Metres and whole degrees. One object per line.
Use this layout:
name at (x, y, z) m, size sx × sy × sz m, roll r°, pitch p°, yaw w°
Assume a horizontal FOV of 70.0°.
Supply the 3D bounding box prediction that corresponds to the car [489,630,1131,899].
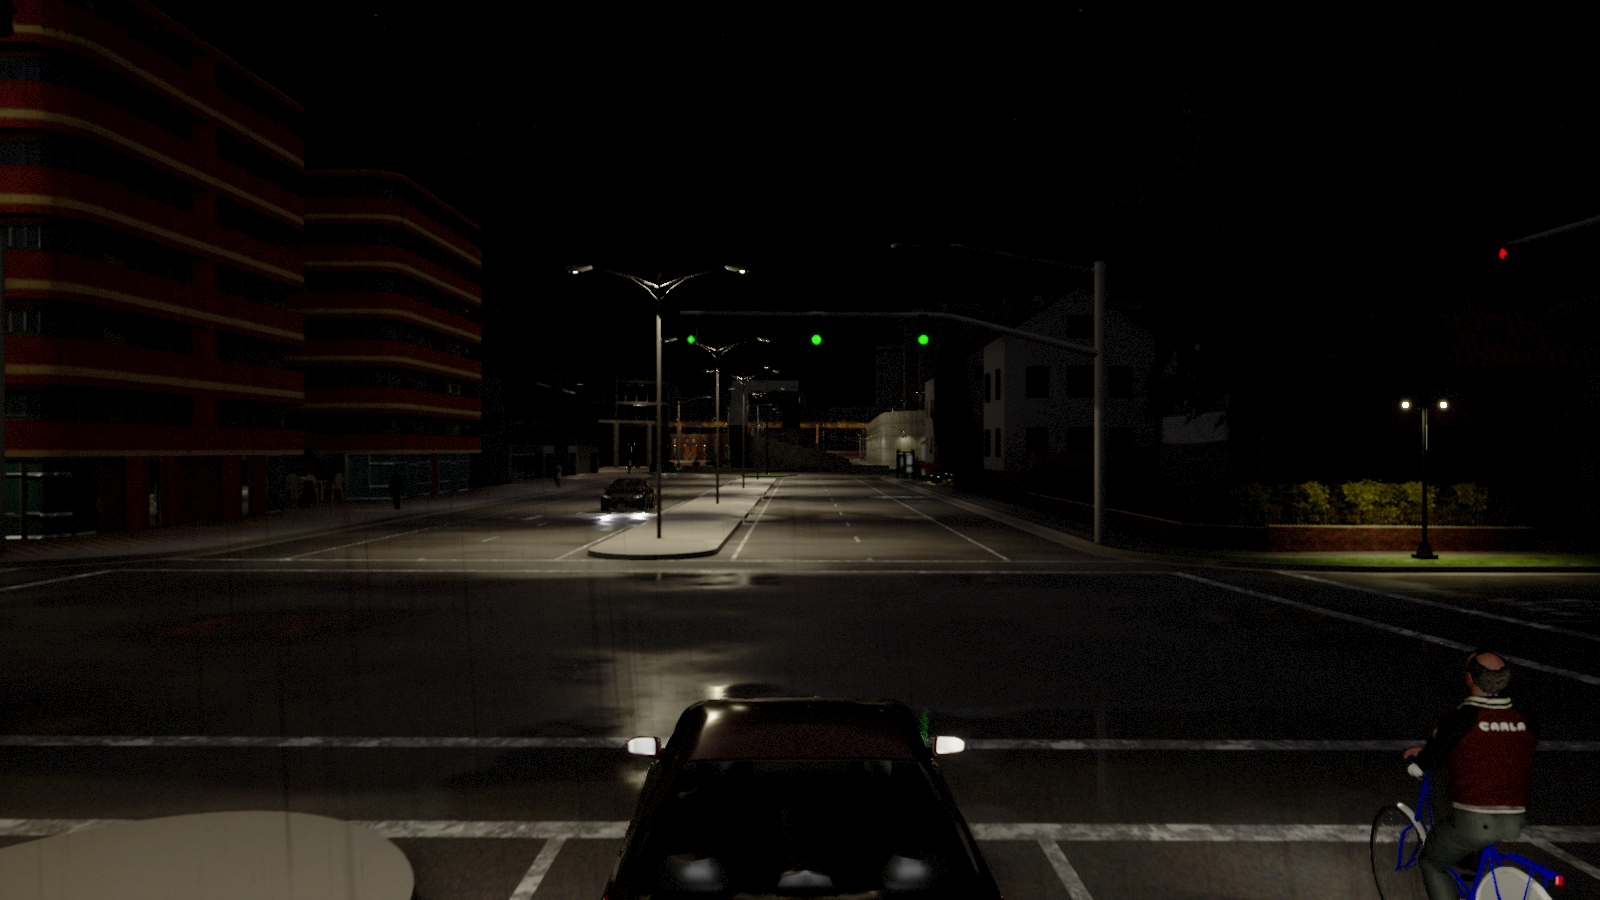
car at (-0.003, 2.040, 5.831) m, size 2.007 × 1.525 × 4.514 m, roll 0°, pitch 0°, yaw -1°

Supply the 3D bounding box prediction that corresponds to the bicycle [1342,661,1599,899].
bicycle at (3.506, 2.049, 6.138) m, size 0.329 × 1.496 × 1.835 m, roll 0°, pitch 0°, yaw 0°
